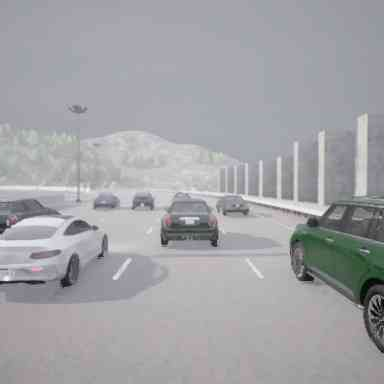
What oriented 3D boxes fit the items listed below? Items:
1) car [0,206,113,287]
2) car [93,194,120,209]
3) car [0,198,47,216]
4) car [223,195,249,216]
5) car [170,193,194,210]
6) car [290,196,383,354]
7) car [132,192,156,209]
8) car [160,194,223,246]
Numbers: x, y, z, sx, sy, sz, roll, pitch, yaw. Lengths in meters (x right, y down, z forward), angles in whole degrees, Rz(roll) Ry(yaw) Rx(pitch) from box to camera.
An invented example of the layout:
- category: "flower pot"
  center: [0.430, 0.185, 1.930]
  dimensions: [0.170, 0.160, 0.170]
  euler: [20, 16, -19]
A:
- category: "car"
  center: [-3.531, 1.323, 8.592]
  dimensions: [1.812, 1.442, 4.674]
  euler: [0, 1, -1]
- category: "car"
  center: [-8.047, 0.825, 31.615]
  dimensions: [1.994, 1.385, 4.181]
  euler: [0, 1, -5]
- category: "car"
  center: [-7.130, 1.030, 13.739]
  dimensions: [2.097, 1.767, 4.553]
  euler: [0, 1, -1]
- category: "car"
  center: [2.977, 0.954, 25.261]
  dimensions: [2.033, 1.411, 5.357]
  euler: [0, 1, -3]
- category: "car"
  center: [-1.017, 0.824, 31.593]
  dimensions: [1.994, 1.385, 4.181]
  euler: [0, 1, -5]
- category: "car"
  center: [3.531, 1.078, 5.928]
  dimensions: [2.150, 2.045, 5.566]
  euler: [0, 1, -1]
- category: "car"
  center: [-4.475, 0.779, 30.997]
  dimensions: [1.837, 1.490, 4.892]
  euler: [0, 1, -5]
- category: "car"
  center: [-0.129, 1.028, 13.727]
  dimensions: [2.097, 1.767, 4.553]
  euler: [0, 1, -1]
